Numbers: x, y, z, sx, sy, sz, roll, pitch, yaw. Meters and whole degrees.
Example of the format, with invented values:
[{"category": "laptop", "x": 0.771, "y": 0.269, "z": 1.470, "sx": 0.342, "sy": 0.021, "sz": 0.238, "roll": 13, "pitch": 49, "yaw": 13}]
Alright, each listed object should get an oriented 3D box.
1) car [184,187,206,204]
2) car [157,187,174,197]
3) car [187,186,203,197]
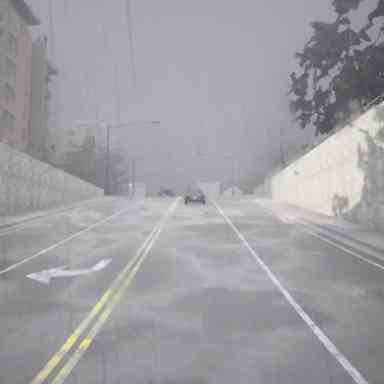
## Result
[{"category": "car", "x": 0.262, "y": 0.361, "z": 31.669, "sx": 1.994, "sy": 1.385, "sz": 4.181, "roll": 0, "pitch": 3, "yaw": 0}, {"category": "car", "x": -3.277, "y": -0.005, "z": 41.876, "sx": 1.895, "sy": 1.301, "sz": 4.718, "roll": 0, "pitch": 0, "yaw": 0}, {"category": "car", "x": 0.331, "y": -0.014, "z": 42.650, "sx": 1.895, "sy": 1.301, "sz": 4.718, "roll": 0, "pitch": -1, "yaw": 0}]
